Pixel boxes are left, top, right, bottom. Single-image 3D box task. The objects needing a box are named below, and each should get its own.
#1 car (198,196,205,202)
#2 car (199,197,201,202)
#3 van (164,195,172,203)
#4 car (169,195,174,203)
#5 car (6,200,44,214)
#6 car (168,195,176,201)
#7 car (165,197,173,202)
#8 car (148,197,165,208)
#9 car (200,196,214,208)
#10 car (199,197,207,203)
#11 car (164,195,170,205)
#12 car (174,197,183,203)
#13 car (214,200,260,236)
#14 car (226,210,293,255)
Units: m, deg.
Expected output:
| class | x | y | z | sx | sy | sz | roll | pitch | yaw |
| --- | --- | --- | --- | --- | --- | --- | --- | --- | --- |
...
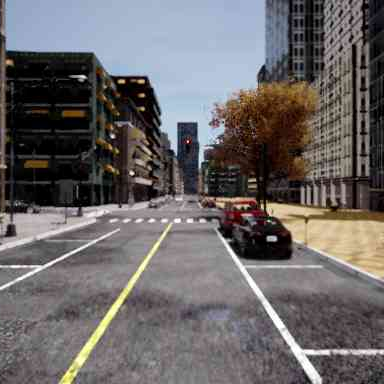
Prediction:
| class | x | y | z | sx | sy | sz | roll | pitch | yaw |
| --- | --- | --- | --- | --- | --- | --- | --- | --- | --- |
| car | 2.635 | 1.870 | 90.068 | 1.752 | 1.417 | 4.829 | 0 | 0 | 0 |
| car | 2.652 | 1.747 | 62.405 | 1.752 | 1.417 | 4.829 | 0 | 0 | 0 |
| van | -5.738 | 1.634 | 78.829 | 1.690 | 1.788 | 3.998 | 0 | 0 | 0 |
| car | -5.734 | 1.708 | 73.295 | 1.967 | 1.590 | 4.097 | 0 | 0 | 0 |
| car | -16.445 | 1.441 | 31.752 | 4.403 | 1.369 | 2.008 | 1 | -1 | -1 |
| car | -5.749 | 1.810 | 95.426 | 1.967 | 1.590 | 4.097 | 0 | 0 | 0 |
| car | -5.741 | 1.900 | 84.359 | 1.802 | 1.307 | 4.206 | 0 | 0 | 0 |
| car | -5.720 | 1.725 | 51.164 | 2.008 | 1.369 | 4.403 | 0 | 0 | 0 |
| car | 2.660 | 1.720 | 51.169 | 1.887 | 1.381 | 4.507 | 0 | 0 | 0 |
| car | 2.642 | 1.876 | 78.832 | 1.802 | 1.307 | 4.206 | 0 | 0 | 0 |
| car | -5.728 | 1.771 | 62.230 | 2.008 | 1.369 | 4.403 | 0 | 0 | 0 |
| car | -3.049 | 1.818 | 79.221 | 1.812 | 1.442 | 4.674 | 0 | 0 | 0 |
| car | 2.681 | 1.375 | 18.782 | 2.192 | 1.841 | 5.009 | 0 | 0 | 0 |
| car | 2.684 | 1.608 | 13.258 | 1.947 | 1.339 | 4.313 | 0 | 0 | 0 |
